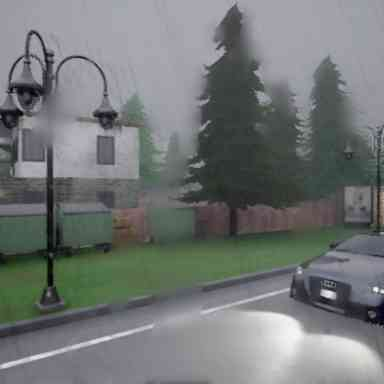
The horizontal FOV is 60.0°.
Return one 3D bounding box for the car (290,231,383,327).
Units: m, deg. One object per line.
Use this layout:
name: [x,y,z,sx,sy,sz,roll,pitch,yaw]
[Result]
car: [3.934,1.539,6.788,4.181,1.385,1.994,0,0,-35]
